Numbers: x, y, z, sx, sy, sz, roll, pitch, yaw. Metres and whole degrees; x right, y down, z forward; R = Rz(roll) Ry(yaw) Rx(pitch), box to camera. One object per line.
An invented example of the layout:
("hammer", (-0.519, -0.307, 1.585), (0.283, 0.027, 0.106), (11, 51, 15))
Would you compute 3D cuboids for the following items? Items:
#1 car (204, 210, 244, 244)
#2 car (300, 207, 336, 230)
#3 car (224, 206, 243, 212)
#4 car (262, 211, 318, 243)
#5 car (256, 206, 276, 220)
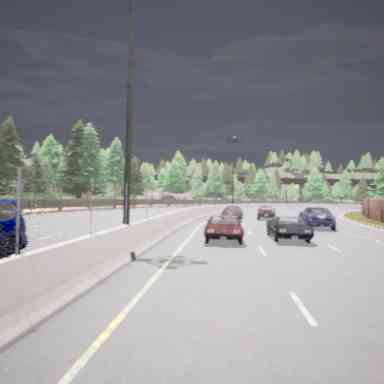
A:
("car", (1.682, 1.878, 17.583), (1.895, 1.301, 4.718), (1, -1, 6))
("car", (9.754, 1.960, 26.345), (2.097, 1.767, 4.553), (1, -1, 8))
("car", (4.298, 2.142, 35.127), (1.994, 1.385, 4.181), (1, -1, 12))
("car", (5.303, 1.989, 18.612), (1.895, 1.301, 4.718), (1, -1, 6))
("car", (8.066, 2.216, 35.975), (1.812, 1.442, 4.674), (1, -1, 13))
